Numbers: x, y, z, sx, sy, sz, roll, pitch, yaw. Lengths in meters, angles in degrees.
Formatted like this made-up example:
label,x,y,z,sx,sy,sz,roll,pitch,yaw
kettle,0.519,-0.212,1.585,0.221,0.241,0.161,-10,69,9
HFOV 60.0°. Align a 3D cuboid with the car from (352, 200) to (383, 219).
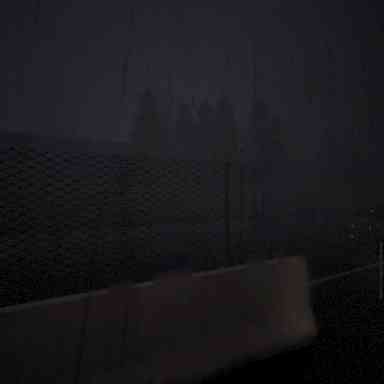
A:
label,x,y,z,sx,sy,sz,roll,pitch,yaw
car,15.969,1.474,29.079,5.008,1.535,1.882,0,0,-37
